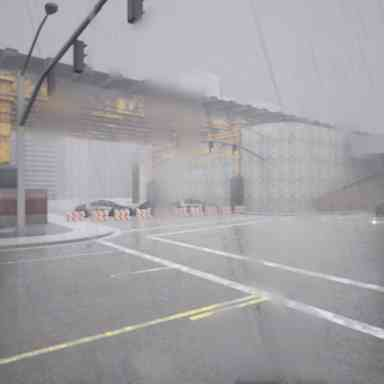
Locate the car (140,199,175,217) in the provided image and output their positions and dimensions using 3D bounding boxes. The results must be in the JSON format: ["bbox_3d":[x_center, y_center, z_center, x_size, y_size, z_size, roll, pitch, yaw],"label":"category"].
[{"bbox_3d":[-3.706,1.448,31.558,2.038,1.542,4.974,0,0,18],"label":"car"}]

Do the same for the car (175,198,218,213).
[{"bbox_3d":[0.150,1.289,35.314,4.536,1.218,1.853,0,0,-7],"label":"car"}]

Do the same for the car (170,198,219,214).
[{"bbox_3d":[0.201,1.447,35.321,4.974,1.542,2.038,0,0,-7],"label":"car"}]

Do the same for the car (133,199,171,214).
[{"bbox_3d":[-3.690,1.291,31.607,1.853,1.218,4.536,0,0,18],"label":"car"}]

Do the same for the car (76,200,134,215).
[{"bbox_3d":[-7.500,1.292,28.876,4.536,1.218,1.853,0,0,8],"label":"car"}]

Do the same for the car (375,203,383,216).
[{"bbox_3d":[19.237,1.468,31.509,5.008,1.535,1.882,0,0,-37],"label":"car"}]

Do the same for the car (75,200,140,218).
[{"bbox_3d":[-7.448,1.450,28.869,4.974,1.542,2.038,0,0,8],"label":"car"}]
